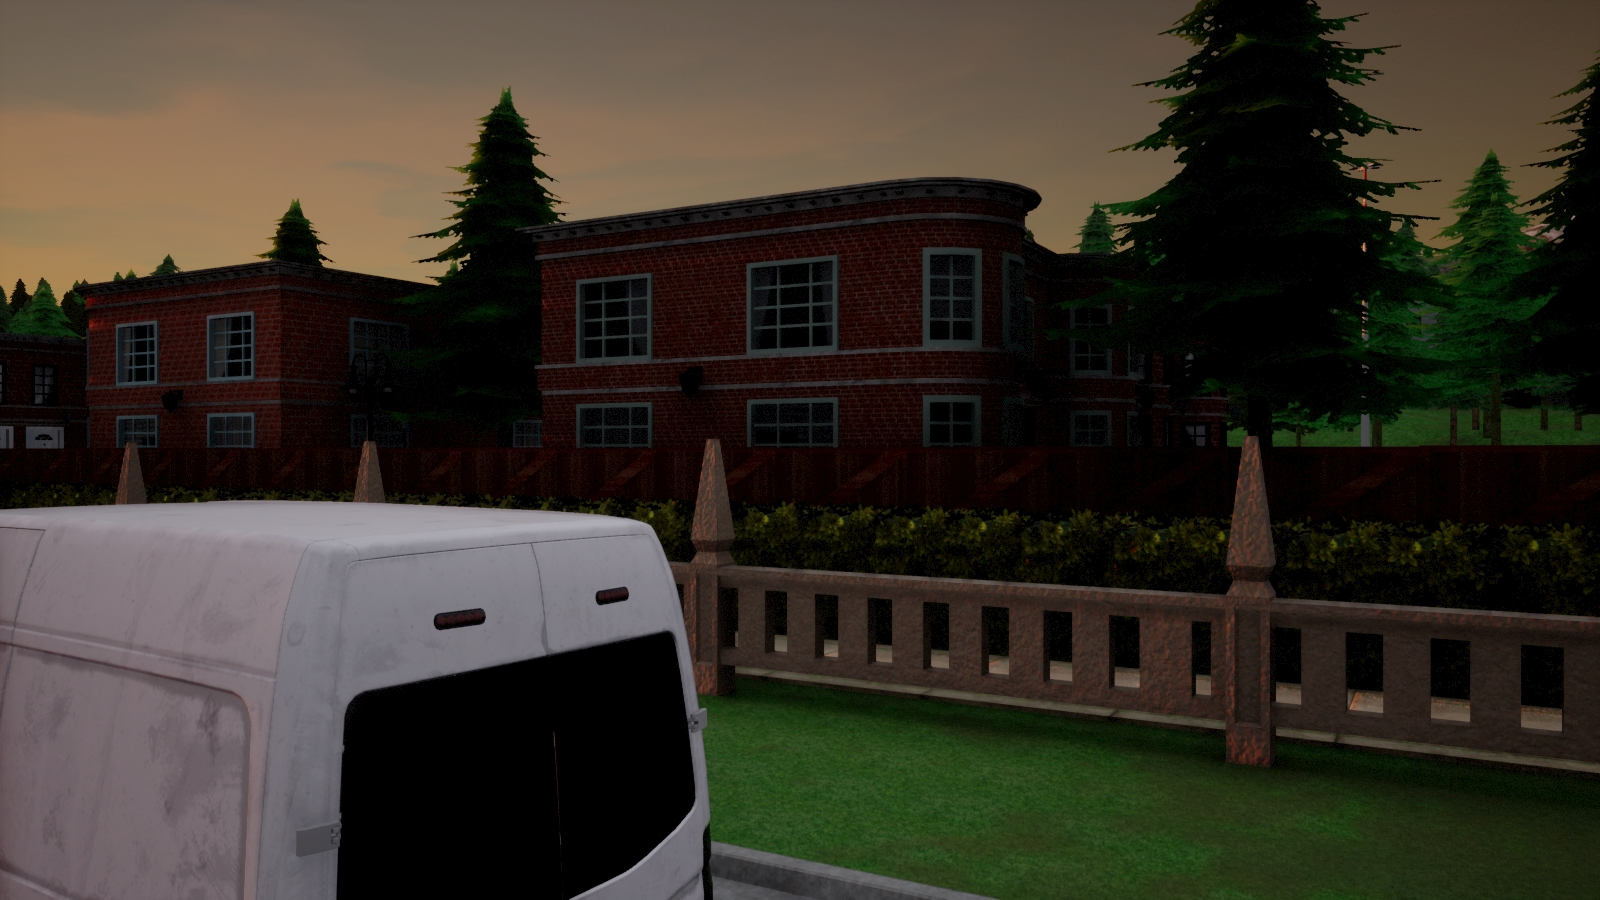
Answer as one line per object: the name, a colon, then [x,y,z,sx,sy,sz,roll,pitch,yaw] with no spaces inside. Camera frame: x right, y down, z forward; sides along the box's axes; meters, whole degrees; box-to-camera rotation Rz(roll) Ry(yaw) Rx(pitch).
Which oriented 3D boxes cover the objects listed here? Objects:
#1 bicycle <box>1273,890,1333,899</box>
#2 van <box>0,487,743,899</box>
bicycle: [2.143,2.060,2.830,1.835,1.471,0.329,0,0,30]
van: [-3.240,1.534,5.467,5.915,2.561,1.988,0,0,34]
